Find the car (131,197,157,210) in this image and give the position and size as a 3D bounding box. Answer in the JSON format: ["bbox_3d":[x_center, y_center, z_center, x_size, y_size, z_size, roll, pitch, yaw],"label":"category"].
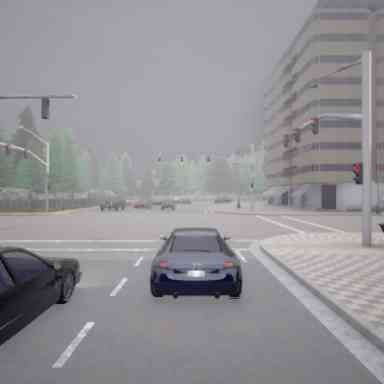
[{"bbox_3d":[-6.894,1.748,47.889,2.033,1.411,5.357,0,0,2],"label":"car"}]

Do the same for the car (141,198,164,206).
[{"bbox_3d":[-7.431,1.811,63.094,2.033,1.411,5.357,0,0,21],"label":"car"}]

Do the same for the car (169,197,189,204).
[{"bbox_3d":[-2.822,1.826,72.236,1.812,1.442,4.674,0,0,34],"label":"car"}]

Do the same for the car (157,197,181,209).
[{"bbox_3d":[-3.240,1.747,47.851,2.033,1.411,5.357,0,0,2],"label":"car"}]

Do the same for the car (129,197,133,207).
[{"bbox_3d":[-9.657,1.576,53.662,2.097,1.767,4.553,0,0,8],"label":"car"}]

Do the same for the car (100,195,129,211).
[{"bbox_3d":[-10.465,1.406,44.228,2.150,2.045,5.566,0,0,2],"label":"car"}]

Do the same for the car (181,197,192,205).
[{"bbox_3d":[-1.767,1.844,67.058,1.994,1.385,4.181,0,0,28],"label":"car"}]

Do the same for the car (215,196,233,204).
[{"bbox_3d":[7.094,1.661,73.301,4.553,1.767,2.097,0,0,-45],"label":"car"}]

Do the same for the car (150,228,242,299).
[{"bbox_3d":[0.087,1.601,8.616,1.994,1.385,4.181,0,0,0],"label":"car"}]

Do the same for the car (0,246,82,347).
[{"bbox_3d":[-3.429,1.570,5.124,2.033,1.411,5.357,0,0,0],"label":"car"}]
